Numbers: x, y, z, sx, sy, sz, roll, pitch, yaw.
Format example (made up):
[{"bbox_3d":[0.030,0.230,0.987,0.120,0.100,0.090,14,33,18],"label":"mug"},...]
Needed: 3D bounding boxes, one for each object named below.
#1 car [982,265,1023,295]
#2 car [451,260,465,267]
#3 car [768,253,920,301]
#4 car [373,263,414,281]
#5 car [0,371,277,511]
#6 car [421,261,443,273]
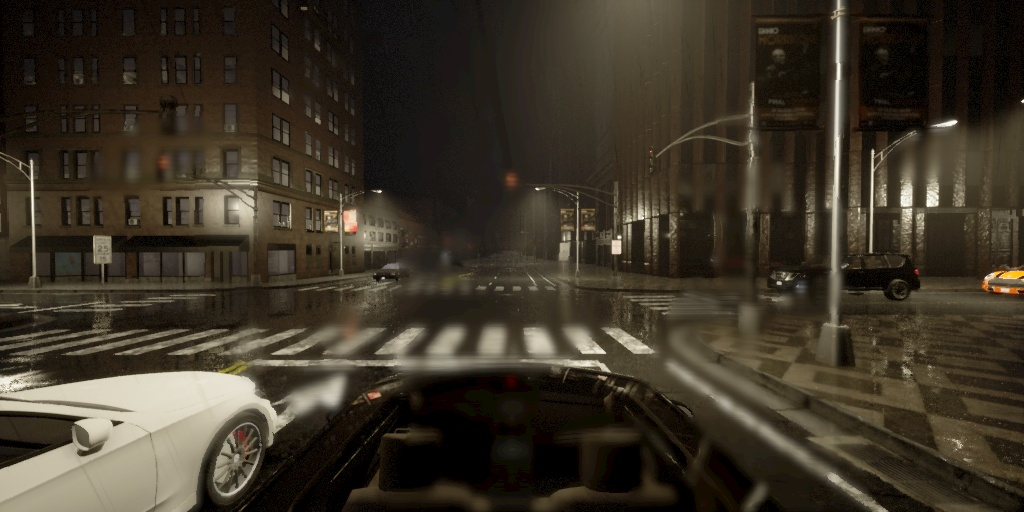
[{"bbox_3d":[24.541,0.962,16.231,4.553,1.767,2.097,0,1,0],"label":"car"},{"bbox_3d":[-9.541,1.318,63.875,1.994,1.385,4.181,0,0,0],"label":"car"},{"bbox_3d":[14.871,0.869,16.223,5.566,2.045,2.150,0,1,1],"label":"car"},{"bbox_3d":[-9.741,1.300,29.999,2.033,1.411,5.357,0,0,2],"label":"car"},{"bbox_3d":[-3.159,1.276,1.403,1.812,1.442,4.674,0,0,2],"label":"car"},{"bbox_3d":[-9.704,1.317,43.824,1.994,1.385,4.181,0,0,0],"label":"car"}]
